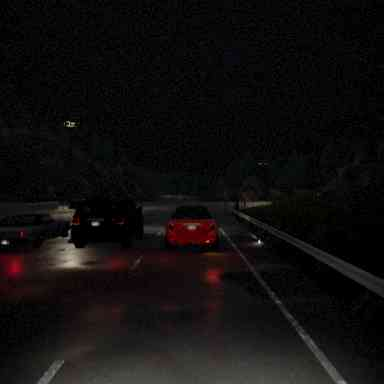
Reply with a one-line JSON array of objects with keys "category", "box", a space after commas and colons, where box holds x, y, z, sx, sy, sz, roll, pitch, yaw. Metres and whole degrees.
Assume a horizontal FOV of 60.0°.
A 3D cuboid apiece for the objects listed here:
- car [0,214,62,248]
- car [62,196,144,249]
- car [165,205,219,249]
[{"category": "car", "box": [-7.007, 1.608, 14.706, 1.895, 1.301, 4.718, 0, 0, 0]}, {"category": "car", "box": [-3.507, 1.249, 14.714, 2.150, 2.045, 5.566, 0, 0, 0]}, {"category": "car", "box": [-0.007, 1.357, 14.665, 2.097, 1.767, 4.553, 0, 0, 0]}]
